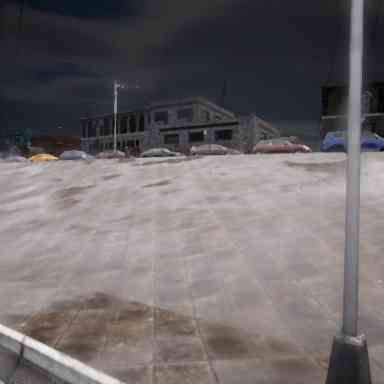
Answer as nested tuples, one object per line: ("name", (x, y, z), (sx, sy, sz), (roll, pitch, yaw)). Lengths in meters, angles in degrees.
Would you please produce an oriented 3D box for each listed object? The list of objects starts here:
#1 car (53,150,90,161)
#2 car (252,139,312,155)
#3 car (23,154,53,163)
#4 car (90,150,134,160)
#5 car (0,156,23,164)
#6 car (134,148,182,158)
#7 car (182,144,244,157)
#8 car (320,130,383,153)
("car", (-12.602, -3.789, 36.706), (4.553, 1.767, 2.185), (1, 1, 31))
("car", (7.168, -3.361, 26.399), (4.553, 1.767, 2.185), (1, 1, 26))
("car", (-17.356, -3.765, 39.522), (5.008, 1.535, 2.097), (1, 1, 32))
("car", (-7.609, -3.530, 33.906), (4.792, 1.488, 2.163), (1, 1, 29))
("car", (-22.068, -3.826, 42.451), (4.674, 1.452, 2.002), (1, 1, 33))
("car", (-2.745, -3.419, 31.299), (4.674, 1.452, 2.002), (1, 1, 28))
("car", (2.087, -3.357, 28.842), (4.892, 1.521, 2.231), (1, 1, 27))
("car", (12.269, -3.343, 24.061), (5.566, 2.045, 2.435), (2, 1, 25))
